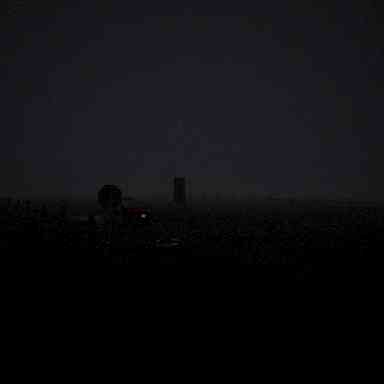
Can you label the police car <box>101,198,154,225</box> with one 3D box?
[{"bbox_3d":[-4.441,1.205,22.031,1.930,1.638,5.238,1,0,-36],"label":"police car"}]
